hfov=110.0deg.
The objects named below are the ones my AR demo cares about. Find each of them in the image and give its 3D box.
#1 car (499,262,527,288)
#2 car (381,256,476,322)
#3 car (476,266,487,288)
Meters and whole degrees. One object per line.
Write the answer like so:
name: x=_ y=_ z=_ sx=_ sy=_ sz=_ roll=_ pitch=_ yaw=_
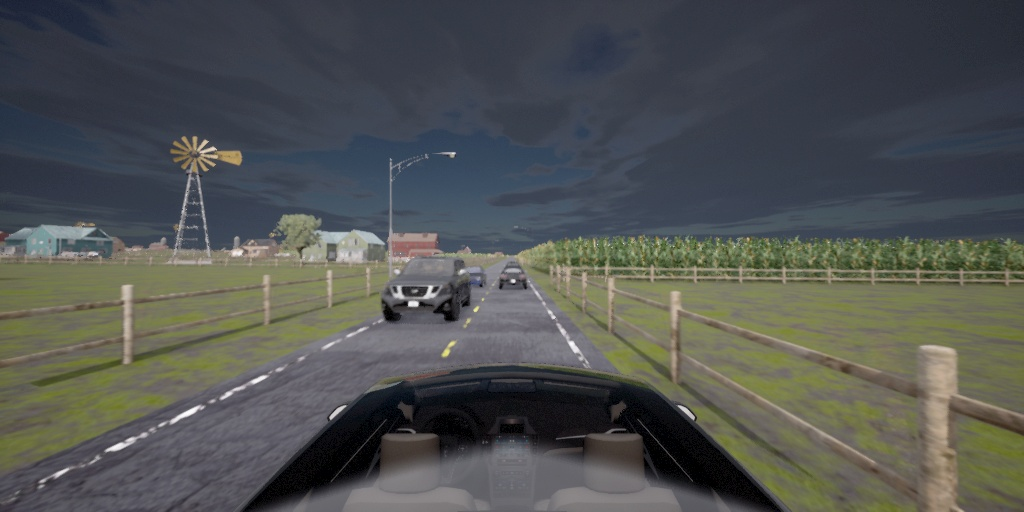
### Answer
car: x=0.075 y=1.359 z=24.252 sx=1.812 sy=1.442 sz=4.674 roll=0 pitch=0 yaw=0
car: x=-2.757 y=1.019 z=12.844 sx=2.150 sy=2.045 sz=5.566 roll=0 pitch=-1 yaw=0
car: x=-2.747 y=1.383 z=25.236 sx=2.033 sy=1.411 sz=5.357 roll=0 pitch=0 yaw=0
